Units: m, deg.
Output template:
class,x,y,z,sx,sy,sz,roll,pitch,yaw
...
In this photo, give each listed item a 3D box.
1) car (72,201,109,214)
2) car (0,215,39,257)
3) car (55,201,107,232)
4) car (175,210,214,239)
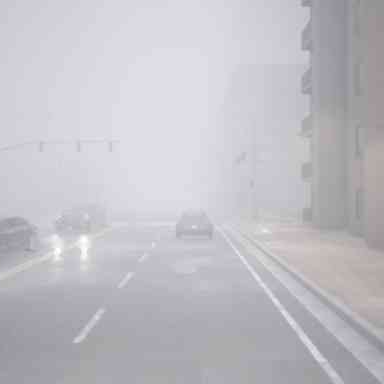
class,x,y,z,sx,sy,sz,roll,pitch,yaw
car,-12.393,1.832,40.503,4.181,1.385,1.994,0,0,30
car,-7.065,1.583,11.497,1.837,1.490,4.892,0,-1,0
car,-6.970,1.493,21.256,2.097,1.767,4.553,0,0,0
car,0.125,1.687,18.247,1.994,1.385,4.181,0,0,0
